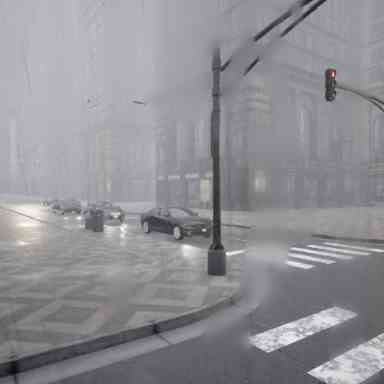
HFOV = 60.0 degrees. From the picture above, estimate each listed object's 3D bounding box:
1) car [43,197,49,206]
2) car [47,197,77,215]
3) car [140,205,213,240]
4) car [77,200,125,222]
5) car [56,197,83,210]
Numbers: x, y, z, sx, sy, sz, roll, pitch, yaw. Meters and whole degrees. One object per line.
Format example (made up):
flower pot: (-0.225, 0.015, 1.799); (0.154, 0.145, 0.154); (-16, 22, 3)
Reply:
car: (-21.983, 1.446, 52.116); (1.812, 1.442, 4.674); (0, 0, -35)
car: (-12.954, 1.518, 34.131); (2.033, 1.411, 5.357); (0, 0, -35)
car: (-0.894, 1.470, 17.211); (1.882, 1.535, 5.008); (0, 0, -36)
car: (-6.807, 1.480, 25.499); (2.128, 1.511, 4.902); (0, 0, -36)
car: (-16.342, 1.489, 44.301); (2.033, 1.411, 5.357); (0, 0, -35)
